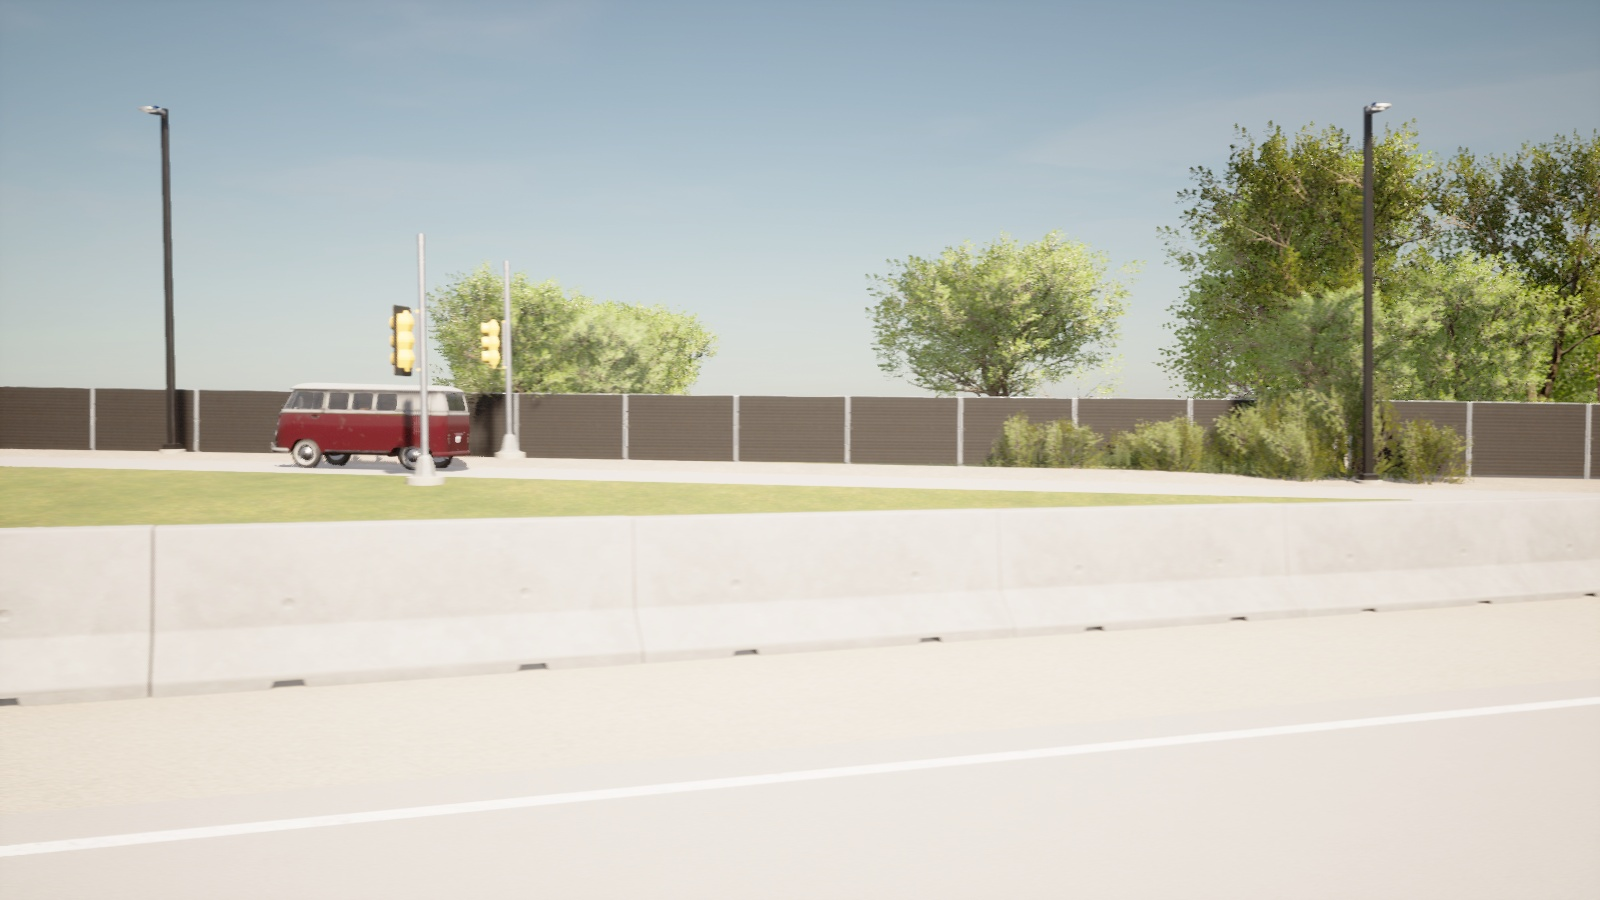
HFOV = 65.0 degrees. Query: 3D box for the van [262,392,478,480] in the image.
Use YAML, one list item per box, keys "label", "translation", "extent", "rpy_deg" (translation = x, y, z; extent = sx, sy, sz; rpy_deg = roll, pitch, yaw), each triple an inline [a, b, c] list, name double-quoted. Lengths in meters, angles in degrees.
- label: "van"
  translation: [-10.005, -0.342, 29.380]
  extent: [4.442, 1.987, 1.775]
  rpy_deg: [0, 2, 6]
